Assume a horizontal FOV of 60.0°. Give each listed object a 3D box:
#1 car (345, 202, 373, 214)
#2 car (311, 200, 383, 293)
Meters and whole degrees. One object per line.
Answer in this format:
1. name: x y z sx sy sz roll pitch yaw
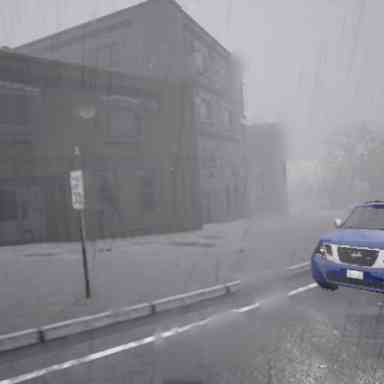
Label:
1. car: 23.528 2.321 47.031 1.837 1.490 4.892 -4 -3 5
2. car: 5.124 1.246 8.346 5.566 2.045 2.150 0 -1 -44
